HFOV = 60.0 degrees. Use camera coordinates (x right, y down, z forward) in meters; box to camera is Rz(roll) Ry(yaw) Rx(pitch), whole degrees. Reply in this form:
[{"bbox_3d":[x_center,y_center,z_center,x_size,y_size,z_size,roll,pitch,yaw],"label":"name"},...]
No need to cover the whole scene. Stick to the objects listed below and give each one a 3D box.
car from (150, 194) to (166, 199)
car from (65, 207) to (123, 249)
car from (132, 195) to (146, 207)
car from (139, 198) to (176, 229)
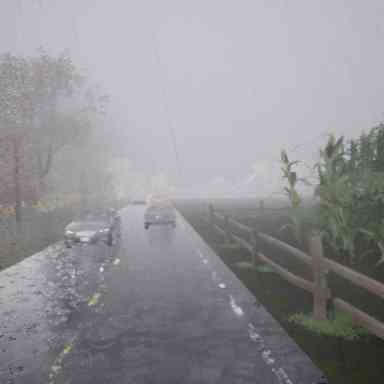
[{"bbox_3d":[-3.710,1.061,37.917,2.097,1.767,4.553,-2,1,-6],"label":"car"},{"bbox_3d":[-4.220,1.472,14.798,2.128,1.511,4.902,-2,1,-6],"label":"car"},{"bbox_3d":[-7.569,1.213,47.903,1.882,1.535,5.008,-2,1,-6],"label":"car"},{"bbox_3d":[-1.955,1.388,20.498,2.033,1.411,5.357,-2,1,-5],"label":"car"}]
